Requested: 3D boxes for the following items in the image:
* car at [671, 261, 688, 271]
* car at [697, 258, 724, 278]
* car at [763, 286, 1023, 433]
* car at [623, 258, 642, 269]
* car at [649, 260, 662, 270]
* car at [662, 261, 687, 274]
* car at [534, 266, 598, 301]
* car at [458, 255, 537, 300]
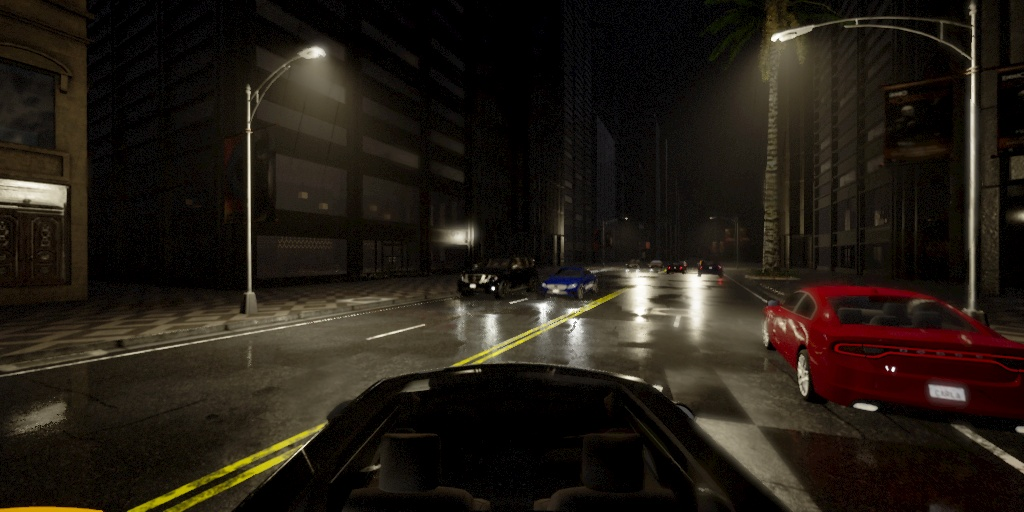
[{"bbox_3d":[23.507,1.381,50.214,1.895,1.301,4.718,0,0,27],"label":"car"},{"bbox_3d":[19.269,1.118,34.891,2.097,1.767,4.553,0,0,27],"label":"car"},{"bbox_3d":[5.511,1.228,5.807,1.882,1.535,5.008,0,0,27],"label":"car"},{"bbox_3d":[19.181,1.290,56.415,1.837,1.490,4.892,0,0,27],"label":"car"},{"bbox_3d":[22.331,1.332,55.435,2.033,1.411,5.357,0,0,27],"label":"car"},{"bbox_3d":[18.625,1.317,40.713,2.033,1.411,5.357,0,0,27],"label":"car"},{"bbox_3d":[2.989,1.278,17.829,1.812,1.442,4.674,0,0,27],"label":"car"},{"bbox_3d":[-0.465,0.974,18.219,2.150,2.045,5.566,0,0,27],"label":"car"}]
